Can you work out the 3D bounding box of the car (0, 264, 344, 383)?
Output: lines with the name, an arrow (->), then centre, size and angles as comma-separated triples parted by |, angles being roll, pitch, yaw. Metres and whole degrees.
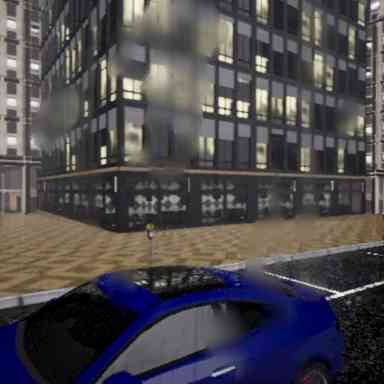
car -> -0.474, 1.509, 3.059 | 4.674, 1.442, 1.812 | 0, 0, -34
